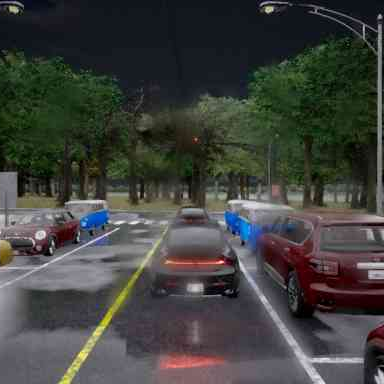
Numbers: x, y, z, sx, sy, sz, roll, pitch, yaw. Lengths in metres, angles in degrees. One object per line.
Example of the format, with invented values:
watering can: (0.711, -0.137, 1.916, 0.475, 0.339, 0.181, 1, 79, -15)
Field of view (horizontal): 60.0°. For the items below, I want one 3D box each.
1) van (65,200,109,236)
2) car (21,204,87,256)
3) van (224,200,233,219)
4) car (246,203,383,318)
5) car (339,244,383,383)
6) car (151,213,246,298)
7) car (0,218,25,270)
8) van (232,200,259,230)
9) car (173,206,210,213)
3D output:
van: (-5.773, 1.342, 18.209, 1.690, 1.788, 3.998, 0, 0, 0)
car: (-5.770, 1.441, 12.771, 1.967, 1.590, 4.097, 0, 0, 0)
van: (2.752, 1.342, 18.214, 1.690, 1.788, 3.998, 0, 0, 0)
car: (2.758, 1.315, 7.339, 2.192, 1.841, 5.009, 0, 0, 0)
car: (2.762, 1.440, 1.901, 1.967, 1.590, 4.097, 0, 0, 0)
car: (0.073, 1.505, 8.510, 1.837, 1.490, 4.892, 0, 0, 0)
car: (-5.767, 1.525, 7.164, 1.752, 1.417, 4.829, 0, 0, 0)
van: (2.755, 1.342, 12.776, 1.690, 1.788, 3.998, 0, 0, 0)
car: (0.002, 1.506, 17.914, 1.837, 1.490, 4.892, 0, 0, -1)
